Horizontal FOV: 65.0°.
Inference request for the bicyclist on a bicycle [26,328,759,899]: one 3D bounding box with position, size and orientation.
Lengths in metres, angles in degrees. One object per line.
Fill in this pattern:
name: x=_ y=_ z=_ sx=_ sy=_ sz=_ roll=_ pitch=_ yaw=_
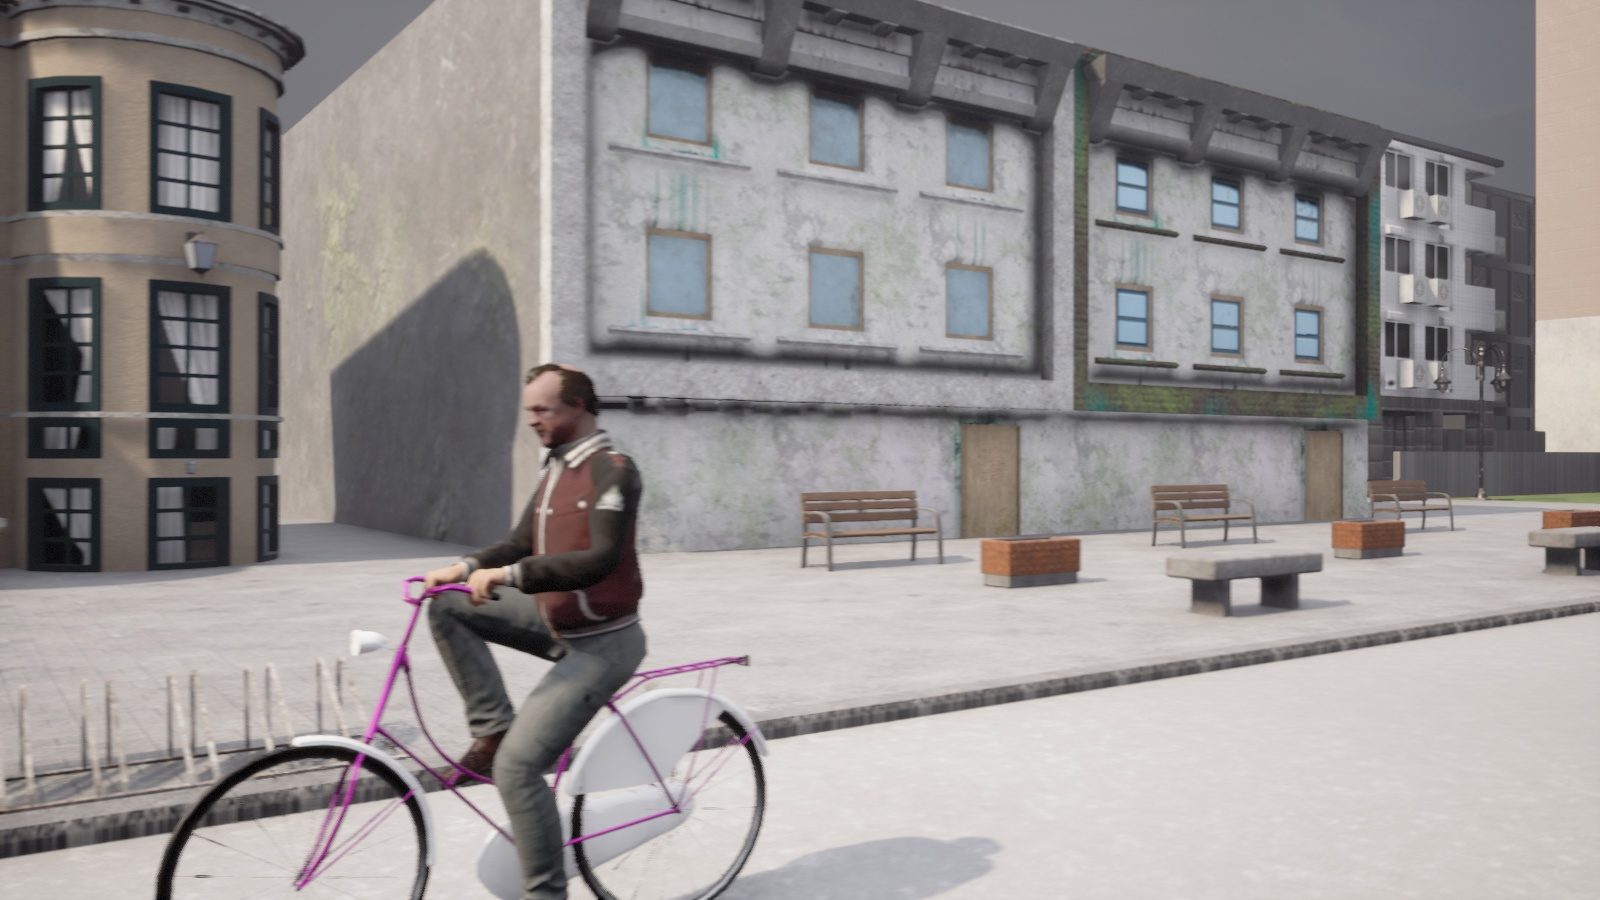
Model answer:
bicyclist on a bicycle: x=-1.068 y=0.626 z=3.525 sx=1.843 sy=1.776 sz=0.659 roll=0 pitch=0 yaw=-35
